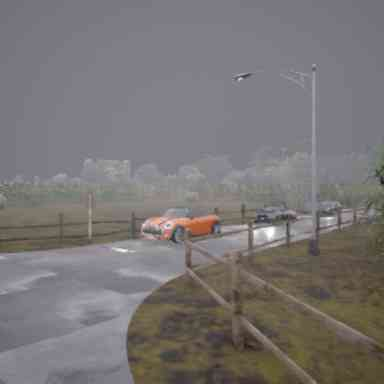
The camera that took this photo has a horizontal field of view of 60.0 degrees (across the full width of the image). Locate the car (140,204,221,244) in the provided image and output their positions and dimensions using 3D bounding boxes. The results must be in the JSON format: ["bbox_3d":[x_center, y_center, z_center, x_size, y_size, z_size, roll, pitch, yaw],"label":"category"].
[{"bbox_3d":[-0.489,1.520,17.163,2.097,1.767,4.553,0,0,40],"label":"car"}]

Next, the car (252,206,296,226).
[{"bbox_3d":[6.322,1.738,25.387,1.994,1.385,4.181,0,0,40],"label":"car"}]

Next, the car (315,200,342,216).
[{"bbox_3d":[14.408,1.668,35.140,1.837,1.490,4.892,0,0,40],"label":"car"}]
